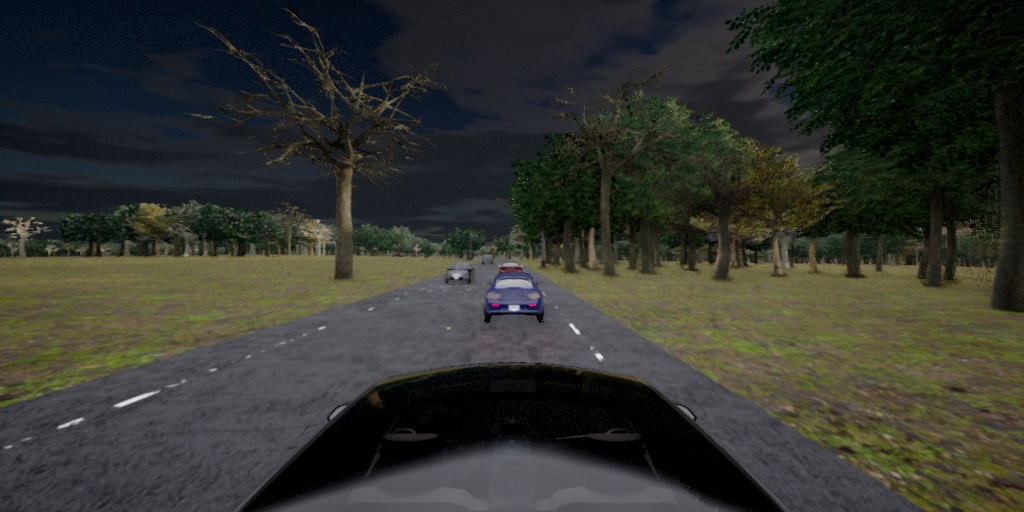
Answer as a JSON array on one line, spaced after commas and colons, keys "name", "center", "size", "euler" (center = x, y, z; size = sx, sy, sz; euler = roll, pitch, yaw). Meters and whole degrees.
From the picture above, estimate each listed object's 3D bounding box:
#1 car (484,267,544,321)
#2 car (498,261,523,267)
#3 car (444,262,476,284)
[{"name": "car", "center": [0.061, 1.275, 12.278], "size": [1.812, 1.442, 4.674], "euler": [0, 0, 0]}, {"name": "car", "center": [-0.113, 1.158, 29.609], "size": [1.882, 1.535, 5.008], "euler": [0, 0, -1]}, {"name": "car", "center": [-3.772, 1.189, 26.590], "size": [2.128, 1.511, 4.902], "euler": [0, 0, -1]}]
